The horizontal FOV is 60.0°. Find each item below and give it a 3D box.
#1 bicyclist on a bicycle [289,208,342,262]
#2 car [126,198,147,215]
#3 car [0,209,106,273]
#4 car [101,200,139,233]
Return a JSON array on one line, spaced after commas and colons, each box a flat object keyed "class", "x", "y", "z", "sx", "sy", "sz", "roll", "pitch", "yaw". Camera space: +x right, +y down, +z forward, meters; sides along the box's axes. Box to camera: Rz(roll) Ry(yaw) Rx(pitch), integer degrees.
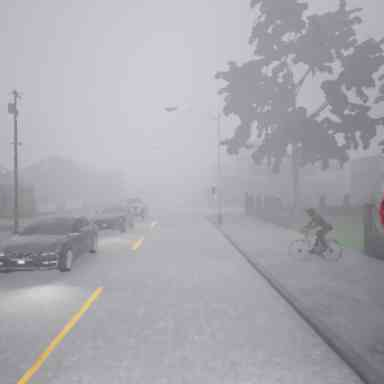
[{"class": "bicyclist on a bicycle", "x": 3.745, "y": 1.313, "z": 10.076, "sx": 1.656, "sy": 1.620, "sz": 0.582, "roll": 0, "pitch": 0, "yaw": -2}, {"class": "car", "x": -4.861, "y": 1.240, "z": 27.839, "sx": 2.097, "sy": 1.767, "sz": 4.553, "roll": 0, "pitch": 0, "yaw": -2}, {"class": "car", "x": -4.408, "y": 1.527, "z": 10.866, "sx": 1.837, "sy": 1.490, "sz": 4.892, "roll": 0, "pitch": 0, "yaw": -2}, {"class": "car", "x": -4.683, "y": 1.494, "z": 20.140, "sx": 1.882, "sy": 1.535, "sz": 5.008, "roll": 0, "pitch": 0, "yaw": -2}]
